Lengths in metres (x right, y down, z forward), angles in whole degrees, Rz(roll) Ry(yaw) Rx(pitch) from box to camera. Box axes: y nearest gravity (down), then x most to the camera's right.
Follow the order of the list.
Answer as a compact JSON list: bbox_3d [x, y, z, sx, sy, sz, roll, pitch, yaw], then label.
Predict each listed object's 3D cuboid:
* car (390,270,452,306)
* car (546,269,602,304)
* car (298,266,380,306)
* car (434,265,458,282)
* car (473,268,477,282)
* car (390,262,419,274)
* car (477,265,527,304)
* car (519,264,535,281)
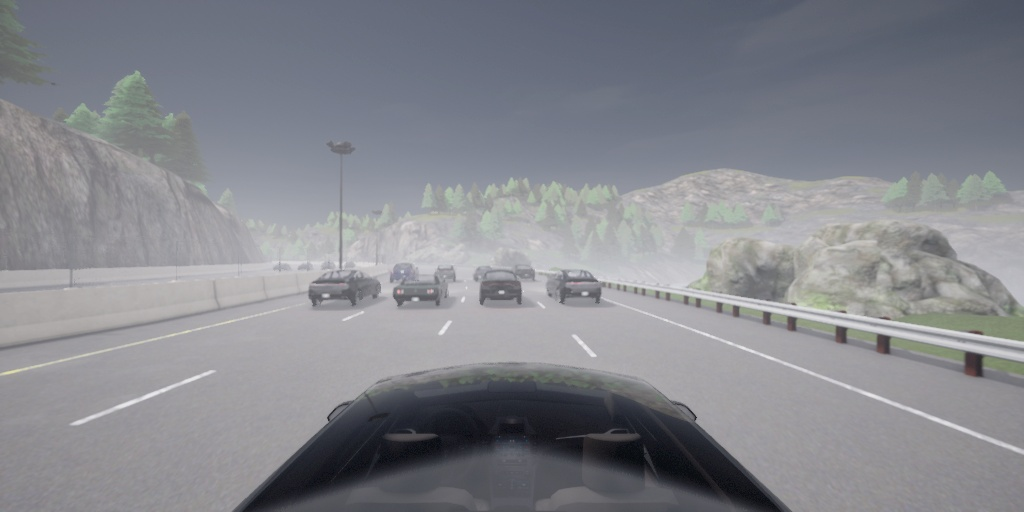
[{"bbox_3d":[-4.084,1.493,16.763,1.895,1.301,4.718,0,-1,-4],"label":"car"},{"bbox_3d":[2.881,1.390,17.491,2.128,1.511,4.902,0,0,-4],"label":"car"},{"bbox_3d":[-7.587,1.385,16.671,2.128,1.511,4.902,0,0,-4],"label":"car"},{"bbox_3d":[-6.012,1.534,32.552,2.128,1.511,4.902,0,0,-9],"label":"car"},{"bbox_3d":[-2.559,1.610,33.124,1.994,1.385,4.181,0,0,-9],"label":"car"},{"bbox_3d":[-9.434,1.385,31.790,2.097,1.767,4.553,0,-1,-9],"label":"car"},{"bbox_3d":[-0.624,1.375,17.414,1.882,1.535,5.008,0,0,-4],"label":"car"},{"bbox_3d":[0.866,1.529,33.867,1.882,1.535,5.008,0,0,-9],"label":"car"}]
